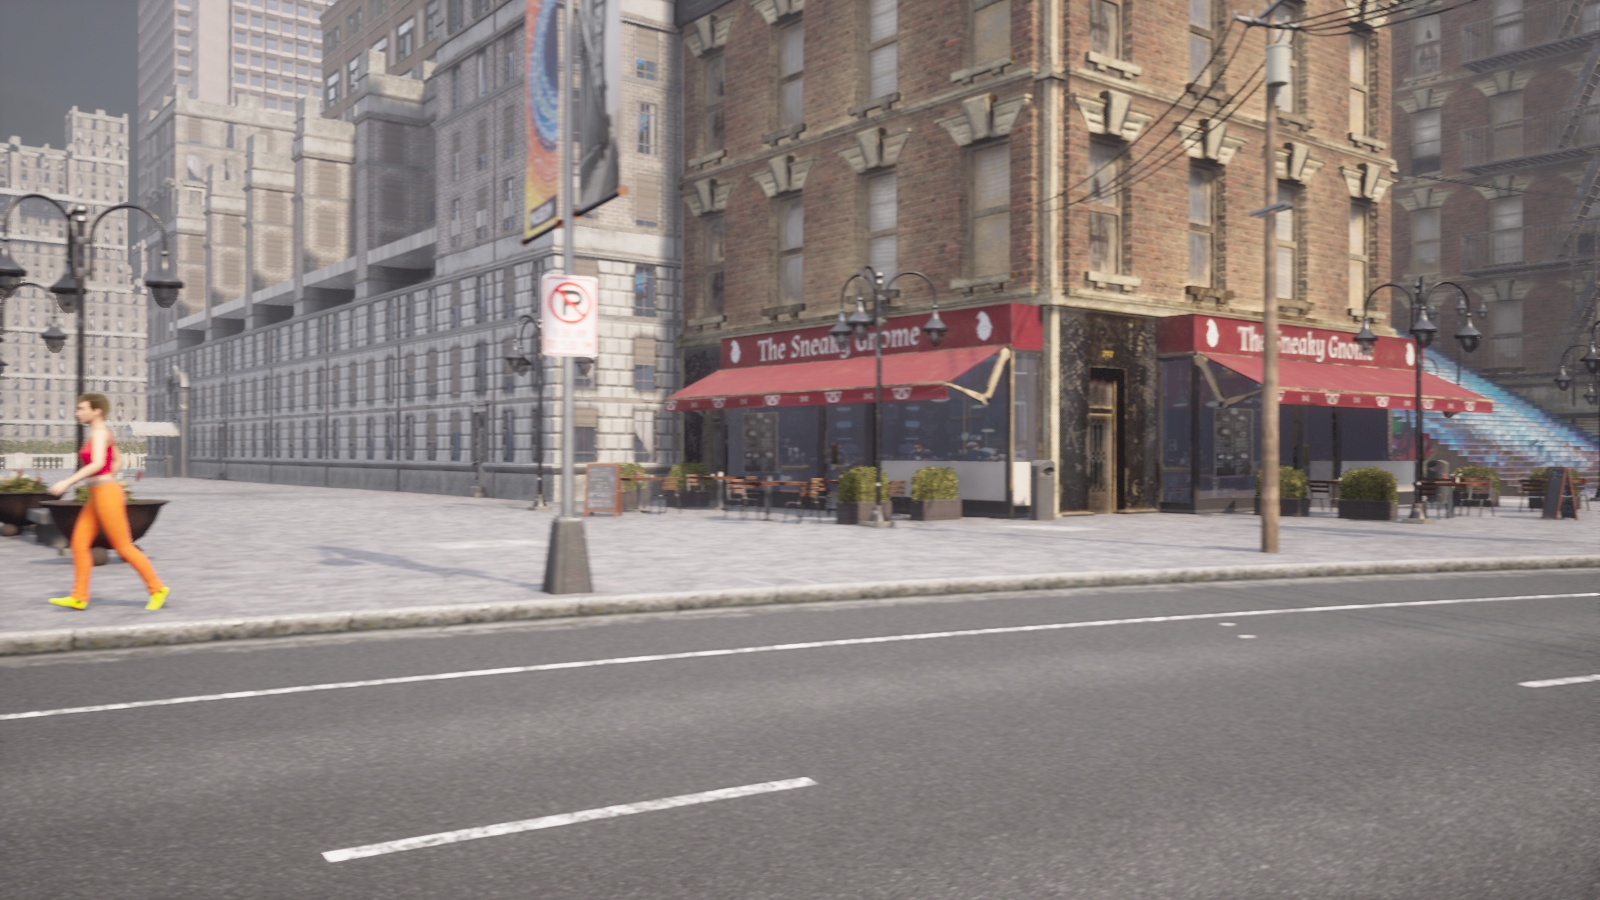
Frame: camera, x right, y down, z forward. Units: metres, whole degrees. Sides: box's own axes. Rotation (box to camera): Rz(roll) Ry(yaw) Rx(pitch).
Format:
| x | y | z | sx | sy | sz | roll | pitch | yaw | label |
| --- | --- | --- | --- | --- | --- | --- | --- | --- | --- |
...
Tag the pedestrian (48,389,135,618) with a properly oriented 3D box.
| x | y | z | sx | sy | sz | roll | pitch | yaw | label |
| --- | --- | --- | --- | --- | --- | --- | --- | --- | --- |
| -5.877 | 0.431 | 10.413 | 0.594 | 1.836 | 0.345 | 0 | 0 | -35 | pedestrian |
